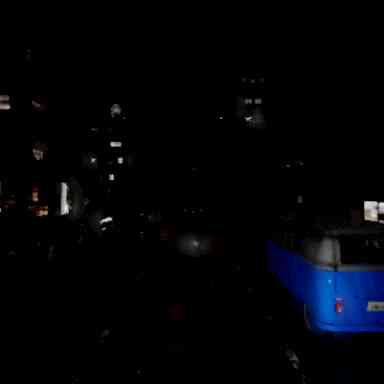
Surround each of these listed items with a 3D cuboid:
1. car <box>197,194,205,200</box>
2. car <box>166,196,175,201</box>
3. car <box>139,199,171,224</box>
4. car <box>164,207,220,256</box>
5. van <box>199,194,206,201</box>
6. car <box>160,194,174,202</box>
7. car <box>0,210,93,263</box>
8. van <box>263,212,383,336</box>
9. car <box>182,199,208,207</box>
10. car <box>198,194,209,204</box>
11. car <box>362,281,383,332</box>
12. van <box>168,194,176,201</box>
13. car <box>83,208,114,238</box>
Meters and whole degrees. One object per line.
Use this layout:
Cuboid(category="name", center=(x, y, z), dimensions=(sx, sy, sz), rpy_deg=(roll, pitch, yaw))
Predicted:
Cuboid(category="car", center=(2.534, 1.496, 94.640), dimensions=(1.967, 1.590, 4.097), rpy_deg=(0, 0, 0))
Cuboid(category="car", center=(-5.343, 1.599, 83.533), dimensions=(1.887, 1.381, 4.507), rpy_deg=(0, 0, 0))
Cuboid(category="car", center=(-2.848, 1.551, 25.503), dimensions=(1.812, 1.442, 4.674), rpy_deg=(0, 0, 0))
Cuboid(category="car", center=(0.079, 1.541, 13.129), dimensions=(1.812, 1.442, 4.674), rpy_deg=(0, 0, 0))
Cuboid(category="van", center=(2.538, 1.396, 83.537), dimensions=(1.690, 1.788, 3.998), rpy_deg=(0, 0, 0))
Cuboid(category="car", center=(-5.337, 1.366, 66.877), dimensions=(2.192, 1.841, 5.009), rpy_deg=(0, 0, 0))
Cuboid(category="car", center=(-5.318, 1.558, 12.040), dimensions=(1.887, 1.381, 4.507), rpy_deg=(0, 0, 0))
Cuboid(category="van", center=(2.565, 1.349, 6.456), dimensions=(1.690, 1.788, 3.998), rpy_deg=(0, 0, 0))
Cuboid(category="car", center=(0.072, 1.592, 28.761), dimensions=(1.994, 1.385, 4.181), rpy_deg=(0, 0, 0))
Cuboid(category="car", center=(2.543, 1.617, 66.880), dimensions=(1.947, 1.339, 4.313), rpy_deg=(0, 0, 0))
Cuboid(category="car", center=(2.566, 1.546, 0.868), dimensions=(1.887, 1.381, 4.507), rpy_deg=(0, 0, 0))
Cuboid(category="van", center=(-5.345, 1.397, 89.085), dimensions=(1.690, 1.788, 3.998), rpy_deg=(0, 0, 0))
Cuboid(category="car", center=(-5.320, 1.570, 17.628), dimensions=(2.008, 1.369, 4.403), rpy_deg=(0, 0, 0))
